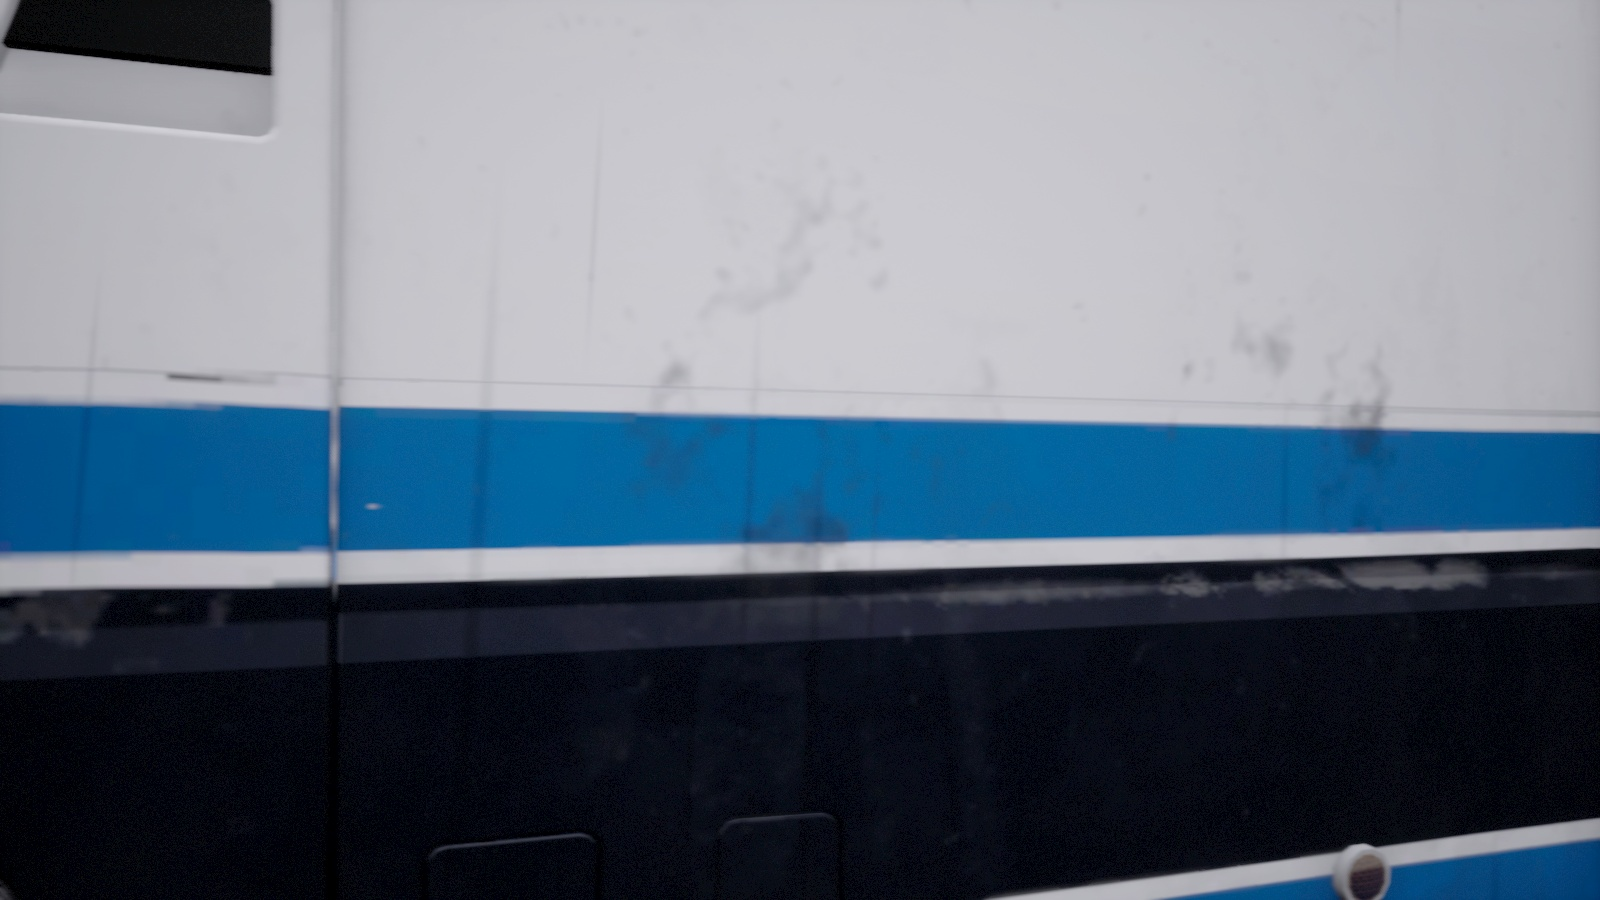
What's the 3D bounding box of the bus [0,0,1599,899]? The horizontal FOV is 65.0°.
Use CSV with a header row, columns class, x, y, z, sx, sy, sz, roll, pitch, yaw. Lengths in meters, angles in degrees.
class,x,y,z,sx,sy,sz,roll,pitch,yaw
bus,0.843,-0.649,3.543,10.273,4.253,3.944,-1,1,-21
